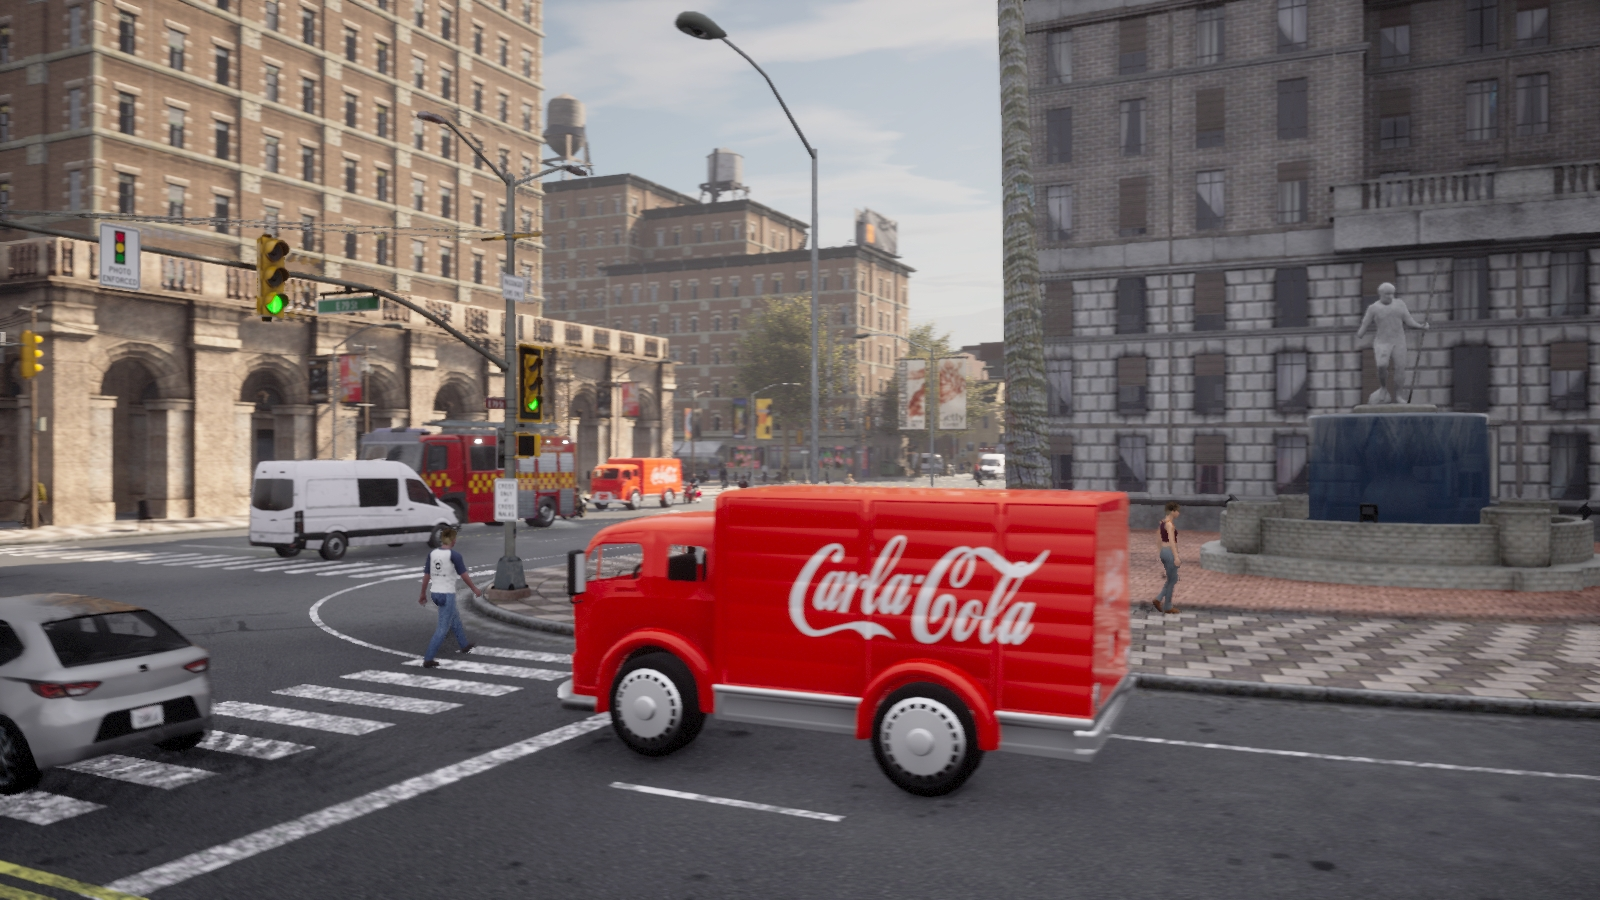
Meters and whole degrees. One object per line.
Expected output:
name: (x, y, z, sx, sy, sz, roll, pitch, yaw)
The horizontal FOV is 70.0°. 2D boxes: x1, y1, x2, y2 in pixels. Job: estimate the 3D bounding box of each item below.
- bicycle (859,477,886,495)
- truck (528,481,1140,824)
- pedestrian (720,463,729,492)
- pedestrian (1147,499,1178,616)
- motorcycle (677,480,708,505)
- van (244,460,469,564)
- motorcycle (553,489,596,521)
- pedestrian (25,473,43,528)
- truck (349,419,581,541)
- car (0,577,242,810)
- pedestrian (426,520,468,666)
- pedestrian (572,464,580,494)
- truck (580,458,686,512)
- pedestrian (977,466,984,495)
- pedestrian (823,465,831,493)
bicycle: (4.727, 2.324, 74.119, 1.835, 1.171, 0.329, 1, -8, -35)
truck: (0.368, 1.583, 10.841, 5.204, 2.467, 2.627, 0, 0, 23)
pedestrian: (-4.973, 1.793, 75.216, 0.375, 1.860, 0.375, 0, 0, 38)
pedestrian: (5.876, 1.724, 18.517, 0.375, 1.860, 0.375, 0, 0, -3)
motorcycle: (-5.720, 2.260, 60.789, 0.856, 1.236, 1.805, 0, 0, 25)
van: (-12.016, 1.570, 31.476, 1.988, 2.561, 5.915, 0, 0, 28)
motorcycle: (-9.339, 2.263, 47.369, 0.867, 1.251, 2.209, 0, 0, 14)
pedestrian: (-26.269, 1.734, 39.186, 0.375, 1.860, 0.375, 0, 0, 34)
truck: (-11.418, 0.938, 40.016, 2.891, 3.827, 8.468, 0, 0, 26)
car: (-7.448, 2.076, 10.617, 4.193, 1.474, 1.816, 0, 0, 25)
pedestrian: (-4.645, 1.867, 15.052, 0.375, 1.860, 0.375, 0, 0, 29)
pedestrian: (-13.773, 1.783, 70.256, 0.375, 1.860, 0.375, 0, 0, -44)
truck: (-8.071, 1.638, 55.782, 2.627, 2.467, 5.204, 0, 0, 25)
pedestrian: (11.490, 1.951, 72.813, 0.375, 1.860, 0.375, 0, 0, 21)
pedestrian: (1.810, 1.952, 76.621, 0.375, 1.860, 0.375, 0, 0, 20)
